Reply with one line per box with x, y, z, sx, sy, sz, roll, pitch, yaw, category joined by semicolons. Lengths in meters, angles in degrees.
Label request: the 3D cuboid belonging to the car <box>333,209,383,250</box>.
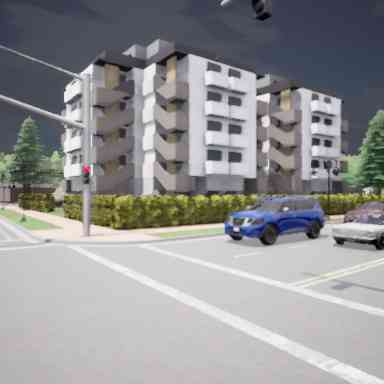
8.127;1.630;14.589;4.718;1.301;1.895;0;0;-37;car

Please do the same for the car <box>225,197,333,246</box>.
4.112;1.255;15.934;5.566;2.045;2.150;0;0;-37;car

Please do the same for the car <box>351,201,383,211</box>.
11.865;1.394;21.421;4.553;1.767;2.097;0;0;-33;car
